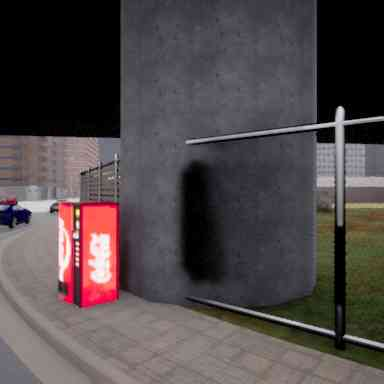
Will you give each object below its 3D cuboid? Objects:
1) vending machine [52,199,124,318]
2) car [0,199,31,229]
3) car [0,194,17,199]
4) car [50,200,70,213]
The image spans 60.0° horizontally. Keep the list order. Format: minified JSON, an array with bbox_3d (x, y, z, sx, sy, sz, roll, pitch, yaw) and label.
[{"bbox_3d":[-2.071,1.194,6.635,1.100,2.100,0.880,0,0,-41],"label":"vending machine"},{"bbox_3d":[-11.990,1.473,21.547,1.882,1.535,5.008,0,0,-10],"label":"car"},{"bbox_3d":[-26.114,1.302,46.054,2.150,2.045,5.566,0,0,-8],"label":"car"},{"bbox_3d":[-14.142,1.558,36.637,1.994,1.385,4.181,0,0,-7],"label":"car"}]
